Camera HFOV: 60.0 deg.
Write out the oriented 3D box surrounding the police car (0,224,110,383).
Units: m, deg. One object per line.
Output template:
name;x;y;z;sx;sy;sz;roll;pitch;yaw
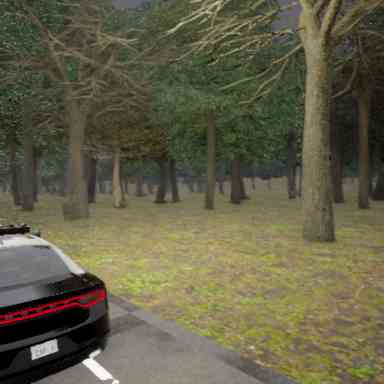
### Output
police car;-3.193;1.358;5.247;1.930;1.638;5.238;-3;2;-42
